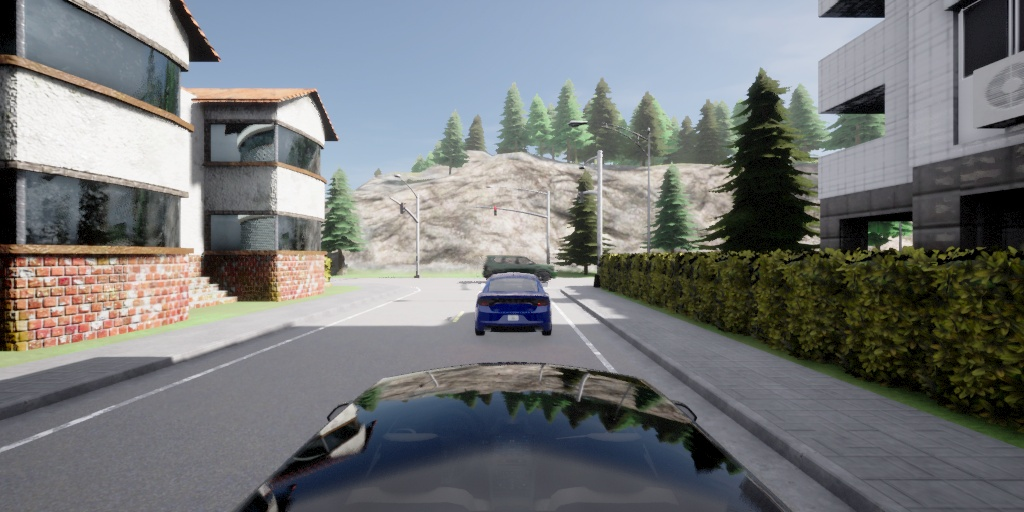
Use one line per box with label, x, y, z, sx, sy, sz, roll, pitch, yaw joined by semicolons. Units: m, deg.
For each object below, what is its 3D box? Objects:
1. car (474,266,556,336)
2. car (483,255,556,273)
car;0.047;1.228;10.459;1.882;1.535;5.008;0;0;0
car;0.514;0.971;26.879;5.566;2.045;2.150;0;0;1
